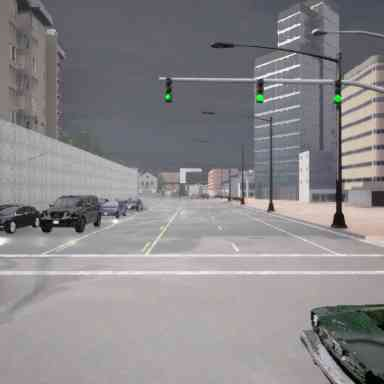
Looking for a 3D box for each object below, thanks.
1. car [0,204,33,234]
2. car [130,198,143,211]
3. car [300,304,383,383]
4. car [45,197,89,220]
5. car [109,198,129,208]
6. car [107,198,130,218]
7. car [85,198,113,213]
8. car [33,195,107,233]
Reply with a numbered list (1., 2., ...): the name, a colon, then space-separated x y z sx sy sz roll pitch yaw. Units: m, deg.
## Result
1. car: -10.605 1.505 19.489 1.837 1.490 4.892 0 0 0
2. car: -7.100 1.491 40.103 2.128 1.511 4.902 0 0 0
3. car: 3.610 1.602 3.212 4.718 1.301 1.895 0 0 0
4. car: -10.607 1.352 28.557 2.097 1.767 4.553 0 0 0
5. car: -10.568 1.601 48.435 1.895 1.301 4.718 0 0 0
6. car: -7.106 1.526 29.760 1.812 1.442 4.674 0 0 0
7. car: -10.603 1.505 38.374 1.837 1.490 4.892 0 0 0
8. car: -7.101 1.221 20.120 2.150 2.045 5.566 0 0 0
